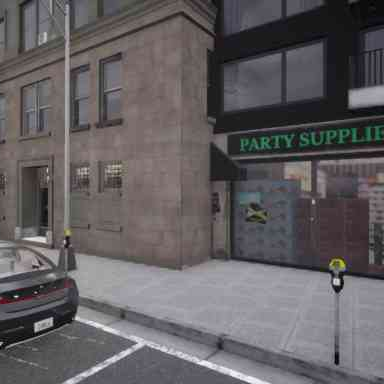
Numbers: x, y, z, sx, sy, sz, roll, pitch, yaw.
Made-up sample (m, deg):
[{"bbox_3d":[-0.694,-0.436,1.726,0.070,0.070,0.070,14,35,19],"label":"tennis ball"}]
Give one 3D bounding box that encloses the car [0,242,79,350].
[{"bbox_3d":[-3.778,1.550,5.739,4.403,1.369,2.008,0,0,35],"label":"car"}]
